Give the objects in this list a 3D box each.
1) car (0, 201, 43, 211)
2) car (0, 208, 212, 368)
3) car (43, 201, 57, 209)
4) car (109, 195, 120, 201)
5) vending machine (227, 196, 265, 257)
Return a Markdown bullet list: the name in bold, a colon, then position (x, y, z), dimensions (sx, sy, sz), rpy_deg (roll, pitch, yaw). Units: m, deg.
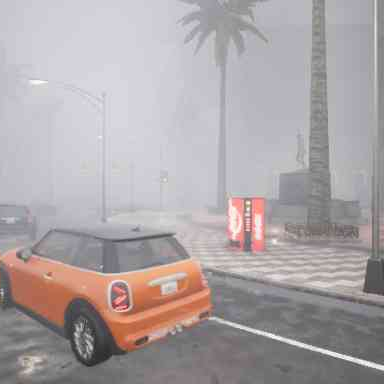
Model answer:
- **car**: position (-8.979, 1.351, 16.958), dimensions (2.097, 1.767, 4.553), rpy_deg (0, 0, -23)
- **car**: position (-1.876, 1.354, 6.091), dimensions (4.553, 1.767, 2.097), rpy_deg (0, 0, 43)
- **car**: position (-14.605, 1.564, 31.780), dimensions (1.994, 1.385, 4.181), rpy_deg (0, 0, 6)
- **car**: position (-20.711, 1.513, 89.385), dimensions (2.161, 1.482, 4.786), rpy_deg (0, 0, 3)
- **vending machine**: position (1.979, 1.195, 12.184), dimensions (1.100, 2.100, 0.880), rpy_deg (0, 0, -42)
